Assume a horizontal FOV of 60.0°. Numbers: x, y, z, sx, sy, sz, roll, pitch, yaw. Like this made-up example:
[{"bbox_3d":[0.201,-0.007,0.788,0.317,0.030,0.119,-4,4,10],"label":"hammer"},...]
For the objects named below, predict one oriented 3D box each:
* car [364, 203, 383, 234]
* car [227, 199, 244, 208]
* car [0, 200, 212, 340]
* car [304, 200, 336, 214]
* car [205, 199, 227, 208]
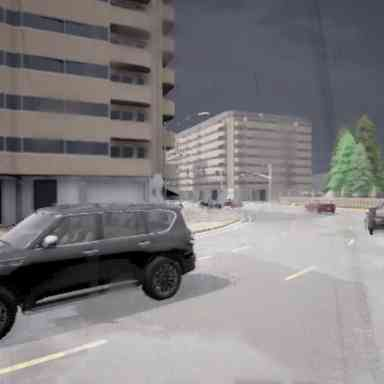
[{"bbox_3d":[11.016,1.581,19.021,1.812,1.442,4.674,0,0,24],"label":"car"},{"bbox_3d":[6.473,1.794,53.165,1.812,1.442,4.674,0,-1,-22],"label":"car"},{"bbox_3d":[-2.404,1.274,6.814,5.566,2.045,2.150,0,0,-41],"label":"car"},{"bbox_3d":[14.256,1.619,37.345,1.882,1.535,5.008,0,0,-2],"label":"car"},{"bbox_3d":[2.937,1.830,52.589,2.033,1.411,5.357,0,0,-23],"label":"car"}]
